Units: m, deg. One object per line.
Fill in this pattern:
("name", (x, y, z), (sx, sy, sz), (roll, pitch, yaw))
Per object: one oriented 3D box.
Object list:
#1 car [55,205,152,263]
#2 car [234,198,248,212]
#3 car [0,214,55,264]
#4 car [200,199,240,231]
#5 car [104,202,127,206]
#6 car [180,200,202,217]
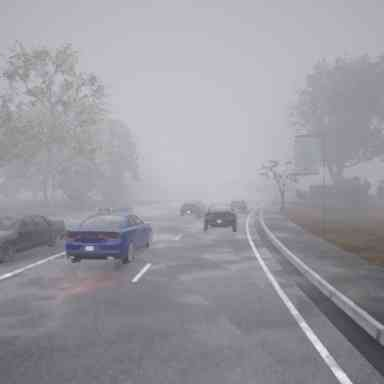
("car", (-2.740, 1.464, 11.984), (1.882, 1.535, 5.008), (0, 0, 4))
("car", (5.424, 1.492, 38.803), (2.128, 1.511, 4.902), (0, 0, 13))
("car", (-6.468, 1.521, 12.053), (2.033, 1.411, 5.357), (0, 0, 5))
("car", (1.874, 1.476, 20.900), (1.882, 1.535, 5.008), (0, 0, 8))
("car", (-7.211, 1.587, 30.957), (1.895, 1.301, 4.718), (0, 0, 11))
("car", (0.162, 1.491, 31.219), (1.837, 1.490, 4.892), (0, 0, 11))
